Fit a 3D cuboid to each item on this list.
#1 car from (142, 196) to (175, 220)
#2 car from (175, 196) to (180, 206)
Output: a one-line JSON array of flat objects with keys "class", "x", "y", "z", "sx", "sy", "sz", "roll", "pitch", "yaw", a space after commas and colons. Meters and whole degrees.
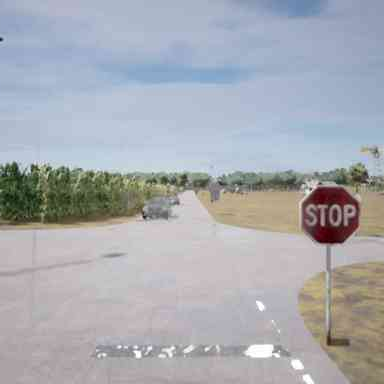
[{"class": "car", "x": -2.860, "y": 1.317, "z": 28.078, "sx": 2.097, "sy": 1.767, "sz": 4.553, "roll": 0, "pitch": 0, "yaw": 2}, {"class": "car", "x": -2.879, "y": 1.329, "z": 52.532, "sx": 2.128, "sy": 1.511, "sz": 4.902, "roll": 0, "pitch": 0, "yaw": 0}]
